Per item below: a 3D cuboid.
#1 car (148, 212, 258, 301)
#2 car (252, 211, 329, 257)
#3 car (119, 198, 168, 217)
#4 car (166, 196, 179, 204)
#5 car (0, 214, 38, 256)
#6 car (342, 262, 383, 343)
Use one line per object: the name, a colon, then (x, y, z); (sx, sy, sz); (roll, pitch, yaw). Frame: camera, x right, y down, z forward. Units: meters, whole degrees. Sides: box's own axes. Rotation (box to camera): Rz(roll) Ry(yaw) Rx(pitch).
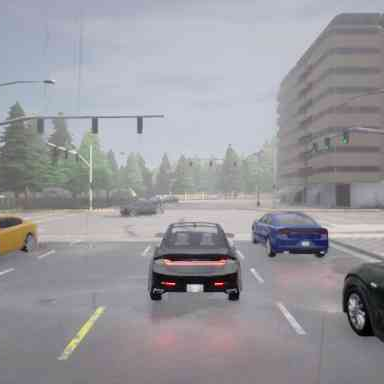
car: (0.068, 1.495, 8.326); (2.128, 1.511, 4.902); (0, 0, 0)
car: (3.587, 1.483, 12.971); (1.882, 1.535, 5.008); (0, 0, 0)
car: (-4.843, 1.611, 31.923); (4.181, 1.385, 1.994); (0, 0, -38)
car: (-4.212, 1.533, 66.277); (1.837, 1.490, 4.892); (0, 0, 20)
car: (-7.003, 1.482, 11.029); (1.882, 1.535, 5.008); (0, 0, 1)
car: (3.601, 1.354, 3.820); (2.097, 1.767, 4.553); (0, 0, 0)
